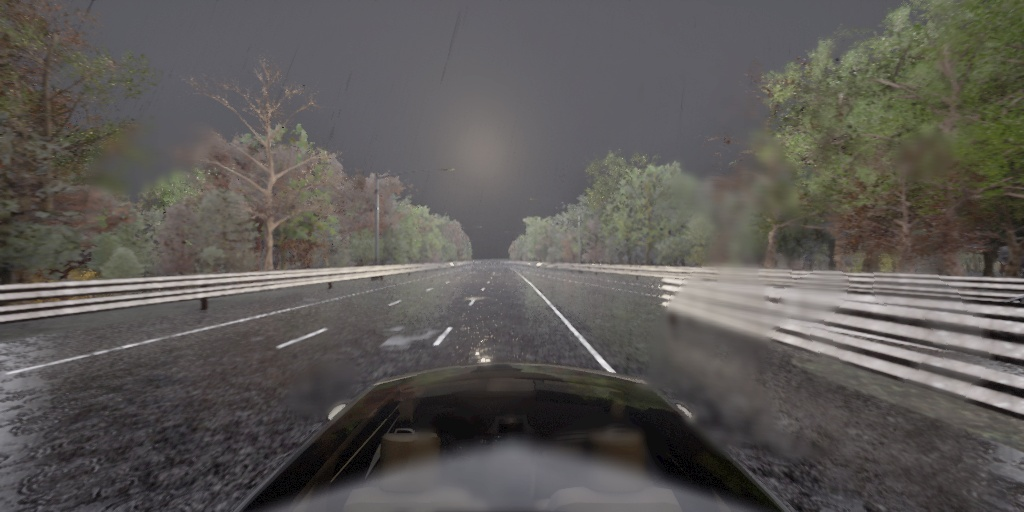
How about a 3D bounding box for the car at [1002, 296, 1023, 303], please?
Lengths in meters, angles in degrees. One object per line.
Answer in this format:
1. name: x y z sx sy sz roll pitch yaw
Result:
1. car: 12.233 1.346 7.505 2.163 1.488 4.792 0 0 -12
